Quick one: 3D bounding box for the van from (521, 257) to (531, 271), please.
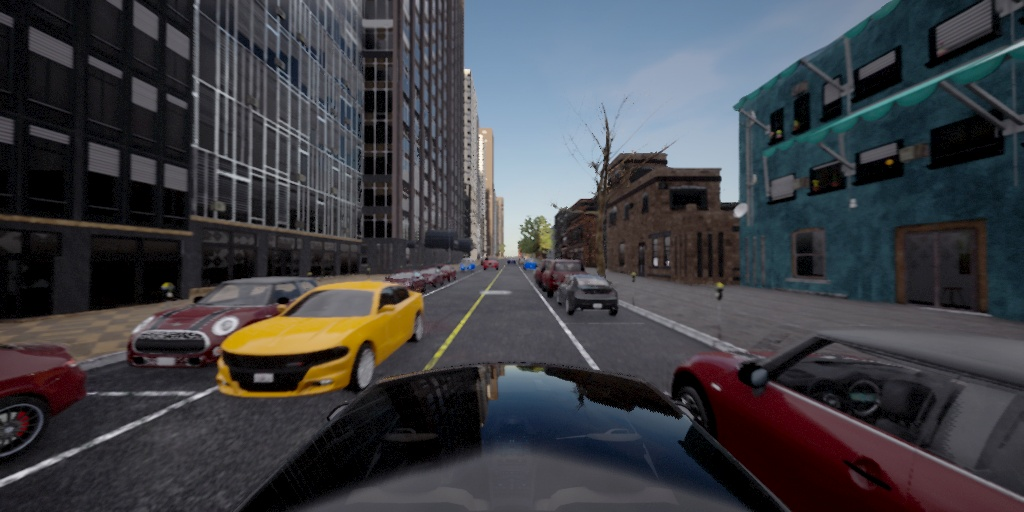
[{"bbox_3d":[2.636,1.218,52.269,1.690,1.789,3.998,0,0,0],"label":"van"}]

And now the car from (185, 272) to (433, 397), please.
[{"bbox_3d":[-3.101,1.247,6.968,1.882,1.535,5.008,0,0,0],"label":"car"}]

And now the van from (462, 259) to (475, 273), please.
[{"bbox_3d":[-5.738,1.212,46.713,1.690,1.789,3.998,0,0,0],"label":"van"}]

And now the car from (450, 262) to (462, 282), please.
[{"bbox_3d":[-5.719,1.381,30.073,1.888,1.381,4.507,0,0,0],"label":"car"}]

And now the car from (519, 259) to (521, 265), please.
[{"bbox_3d":[2.630,1.453,57.816,1.948,1.339,4.313,0,0,0],"label":"car"}]

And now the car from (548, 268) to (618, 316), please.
[{"bbox_3d":[2.680,1.338,13.441,2.007,1.370,4.403,0,0,0],"label":"car"}]

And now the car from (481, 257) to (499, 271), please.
[{"bbox_3d":[-3.124,1.102,53.834,2.150,2.045,5.566,0,0,0],"label":"car"}]

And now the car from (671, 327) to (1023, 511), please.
[{"bbox_3d":[2.692,1.191,2.349,1.967,1.591,4.097,0,0,0],"label":"car"}]

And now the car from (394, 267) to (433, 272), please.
[{"bbox_3d":[-5.707,1.389,18.977,1.802,1.307,4.207,0,0,0],"label":"car"}]

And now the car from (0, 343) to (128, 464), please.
[{"bbox_3d":[-5.688,1.337,2.340,1.802,1.307,4.207,0,0,0],"label":"car"}]

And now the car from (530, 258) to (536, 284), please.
[{"bbox_3d":[2.668,1.133,24.536,2.192,1.841,5.009,0,0,0],"label":"car"}]

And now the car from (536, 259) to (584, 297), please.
[{"bbox_3d":[2.674,1.118,18.987,2.192,1.841,5.009,0,0,0],"label":"car"}]

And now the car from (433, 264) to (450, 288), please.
[{"bbox_3d":[-5.713,1.404,24.526,1.802,1.307,4.207,0,0,0],"label":"car"}]

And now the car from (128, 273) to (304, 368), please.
[{"bbox_3d":[-5.694,1.213,7.885,1.967,1.591,4.097,0,0,0],"label":"car"}]
